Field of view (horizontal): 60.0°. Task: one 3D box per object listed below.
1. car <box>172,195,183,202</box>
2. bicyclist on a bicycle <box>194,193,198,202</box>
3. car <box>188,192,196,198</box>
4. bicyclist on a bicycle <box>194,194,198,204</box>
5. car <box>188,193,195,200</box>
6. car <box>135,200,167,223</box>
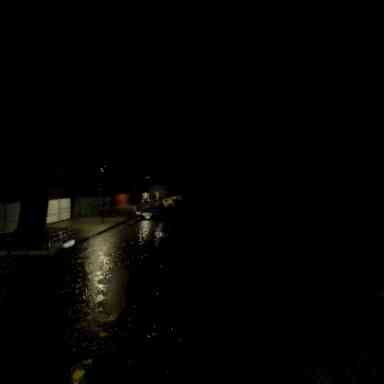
[{"bbox_3d":[-2.779,1.235,64.919,1.895,1.301,4.718,0,0,0],"label":"car"},{"bbox_3d":[0.739,1.077,63.608,0.866,1.612,1.509,0,2,0],"label":"bicyclist on a bicycle"},{"bbox_3d":[-0.021,0.904,95.386,2.128,1.511,4.902,0,0,0],"label":"car"},{"bbox_3d":[0.745,1.143,53.508,0.582,1.620,1.656,0,0,0],"label":"bicyclist on a bicycle"},{"bbox_3d":[-0.018,1.087,79.895,1.812,1.442,4.674,0,0,0],"label":"car"},{"bbox_3d":[-2.854,1.342,23.830,2.128,1.511,4.902,0,0,0],"label":"car"}]
